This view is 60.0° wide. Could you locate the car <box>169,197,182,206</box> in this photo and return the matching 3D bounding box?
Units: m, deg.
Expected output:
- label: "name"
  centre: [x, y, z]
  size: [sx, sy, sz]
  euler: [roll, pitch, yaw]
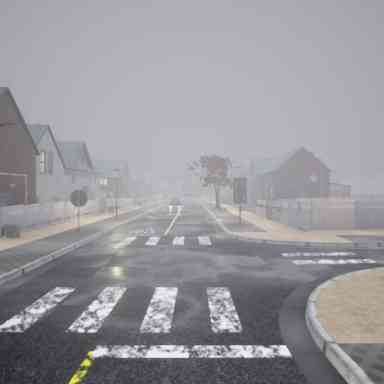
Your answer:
- label: "car"
  centre: [-2.842, 1.587, 57.555]
  size: [1.837, 1.490, 4.892]
  euler: [0, 0, 0]
